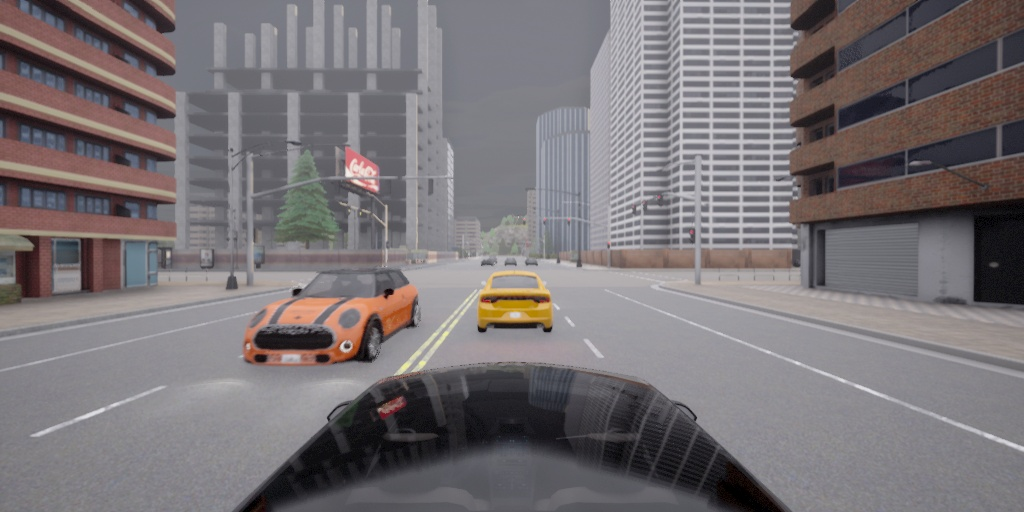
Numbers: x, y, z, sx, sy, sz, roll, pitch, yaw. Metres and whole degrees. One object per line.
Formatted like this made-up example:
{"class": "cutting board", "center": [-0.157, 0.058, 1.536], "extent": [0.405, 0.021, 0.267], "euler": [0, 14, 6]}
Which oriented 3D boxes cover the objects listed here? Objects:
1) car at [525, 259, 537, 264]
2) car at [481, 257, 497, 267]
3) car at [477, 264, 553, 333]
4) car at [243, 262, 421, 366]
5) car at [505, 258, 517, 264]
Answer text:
{"class": "car", "center": [3.273, 0.947, 62.211], "extent": [1.994, 1.385, 4.181], "euler": [0, 0, 0]}
{"class": "car", "center": [-3.864, 1.018, 56.503], "extent": [1.895, 1.301, 4.718], "euler": [0, 0, 0]}
{"class": "car", "center": [0.063, 1.174, 10.627], "extent": [1.882, 1.535, 5.008], "euler": [0, 0, 0]}
{"class": "car", "center": [-3.590, 1.063, 8.069], "extent": [2.097, 1.767, 4.553], "euler": [0, 0, 0]}
{"class": "car", "center": [-0.224, 0.949, 61.897], "extent": [1.994, 1.385, 4.181], "euler": [0, 0, 0]}
